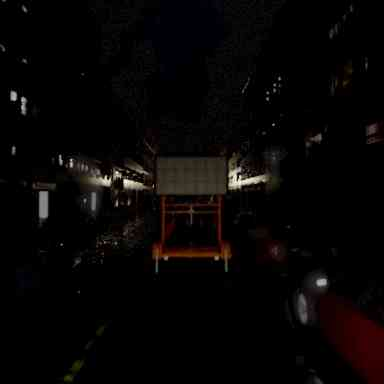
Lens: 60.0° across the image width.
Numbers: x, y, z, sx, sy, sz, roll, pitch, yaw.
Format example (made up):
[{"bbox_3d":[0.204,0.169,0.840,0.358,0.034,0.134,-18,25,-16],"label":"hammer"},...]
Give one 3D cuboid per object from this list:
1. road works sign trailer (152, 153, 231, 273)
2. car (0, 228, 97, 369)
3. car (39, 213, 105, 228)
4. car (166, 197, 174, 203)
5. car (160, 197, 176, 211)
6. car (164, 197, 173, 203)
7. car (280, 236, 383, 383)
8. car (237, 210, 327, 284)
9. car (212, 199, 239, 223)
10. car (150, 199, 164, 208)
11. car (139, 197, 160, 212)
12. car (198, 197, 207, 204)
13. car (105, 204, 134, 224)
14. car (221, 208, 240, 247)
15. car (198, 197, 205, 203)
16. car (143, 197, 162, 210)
[{"bbox_3d":[-0.016,0.534,10.905,2.380,3.560,2.880,0,0,0],"label":"road works sign trailer"},{"bbox_3d":[-3.110,1.581,5.082,2.033,1.411,5.357,0,0,0],"label":"car"},{"bbox_3d":[-5.712,1.665,15.395,1.947,1.339,4.313,0,0,0],"label":"car"},{"bbox_3d":[-5.827,2.082,88.668,1.887,1.381,4.507,0,0,0],"label":"car"},{"bbox_3d":[-3.171,1.834,46.286,2.033,1.411,5.357,0,0,0],"label":"car"},{"bbox_3d":[-5.819,1.944,83.032,1.967,1.590,4.097,0,0,0],"label":"car"},{"bbox_3d":[2.686,1.572,4.133,1.887,1.381,4.507,0,0,0],"label":"car"},{"bbox_3d":[2.677,1.503,9.770,1.967,1.590,4.097,0,0,0],"label":"car"},{"bbox_3d":[2.652,1.483,26.680,2.192,1.841,5.009,0,0,0],"label":"car"},{"bbox_3d":[-5.775,1.920,54.851,1.802,1.307,4.206,0,0,0],"label":"car"},{"bbox_3d":[-5.757,1.711,43.579,1.967,1.590,4.097,0,0,0],"label":"car"},{"bbox_3d":[2.570,1.997,77.575,1.752,1.417,4.829,0,0,0],"label":"car"},{"bbox_3d":[-5.730,1.693,26.498,1.752,1.417,4.829,0,0,0],"label":"car"},{"bbox_3d":[2.669,1.649,15.405,2.008,1.369,4.403,0,0,0],"label":"car"},{"bbox_3d":[2.553,2.081,88.677,1.887,1.381,4.507,0,0,0],"label":"car"},{"bbox_3d":[-5.765,1.620,49.216,2.192,1.841,5.009,0,0,0],"label":"car"}]
